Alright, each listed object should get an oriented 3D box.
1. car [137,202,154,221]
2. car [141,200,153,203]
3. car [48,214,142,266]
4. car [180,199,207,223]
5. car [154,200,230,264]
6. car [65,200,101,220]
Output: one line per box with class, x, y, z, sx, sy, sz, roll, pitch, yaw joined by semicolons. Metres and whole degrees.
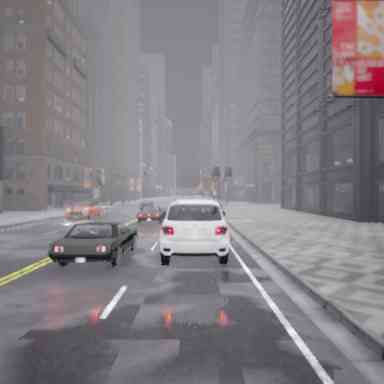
car;-3.162;1.758;26.756;1.895;1.301;4.718;0;0;0
car;-6.551;1.830;48.598;2.033;1.411;5.357;0;0;0
car;-3.165;1.671;11.716;1.895;1.301;4.718;0;0;0
car;0.091;1.517;28.161;2.097;1.767;4.553;0;0;0
car;0.087;1.293;12.181;2.150;2.045;5.566;0;0;0
car;-9.843;1.530;30.395;2.097;1.767;4.553;0;0;0
